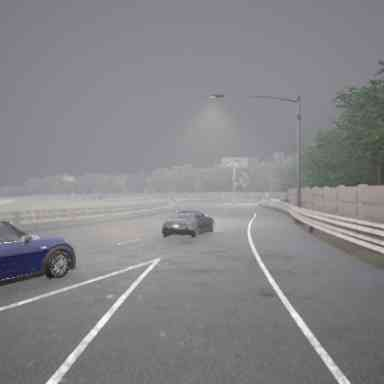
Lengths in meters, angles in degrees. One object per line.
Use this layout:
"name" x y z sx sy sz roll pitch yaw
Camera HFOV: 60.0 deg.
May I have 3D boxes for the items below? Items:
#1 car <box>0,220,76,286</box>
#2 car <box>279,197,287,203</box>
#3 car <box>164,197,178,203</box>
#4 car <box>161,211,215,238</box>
"car" -5.088 1.438 8.102 2.097 1.767 4.553 0 -1 27
"car" 25.935 2.275 91.065 4.553 1.767 2.097 0 -1 -30
"car" -6.570 2.346 95.260 1.837 1.490 4.892 0 -1 -24
"car" -0.113 1.761 19.102 1.994 1.385 4.181 0 -1 21
